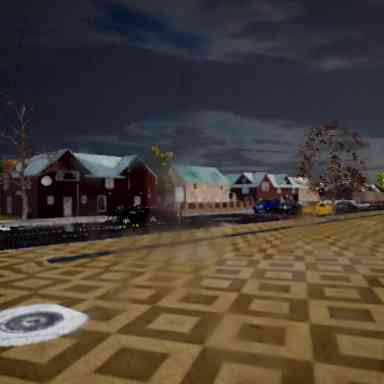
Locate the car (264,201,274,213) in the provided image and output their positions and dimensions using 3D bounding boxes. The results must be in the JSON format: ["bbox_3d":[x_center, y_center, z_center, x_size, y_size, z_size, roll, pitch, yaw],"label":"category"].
[{"bbox_3d":[12.667,2.384,47.288,1.895,1.301,4.718,-1,-2,44],"label":"car"}]

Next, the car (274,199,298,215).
[{"bbox_3d":[13.038,2.036,42.850,2.097,1.767,4.553,-1,-2,44],"label":"car"}]

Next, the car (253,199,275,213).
[{"bbox_3d":[11.546,2.077,50.820,2.150,2.045,5.566,-1,-2,43],"label":"car"}]

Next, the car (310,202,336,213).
[{"bbox_3d":[19.766,2.288,50.059,1.882,1.535,5.008,-1,-2,43],"label":"car"}]

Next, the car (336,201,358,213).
[{"bbox_3d":[22.110,2.101,47.812,2.097,1.767,4.553,-1,-2,43],"label":"car"}]

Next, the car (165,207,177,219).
[{"bbox_3d":[-3.903,2.202,34.557,1.895,1.301,4.718,-1,-2,43],"label":"car"}]

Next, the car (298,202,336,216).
[{"bbox_3d":[15.183,2.097,40.377,1.882,1.535,5.008,-2,-2,44],"label":"car"}]

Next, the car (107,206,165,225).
[{"bbox_3d":[-4.978,1.989,28.683,1.837,1.490,4.892,-1,-2,43],"label":"car"}]
